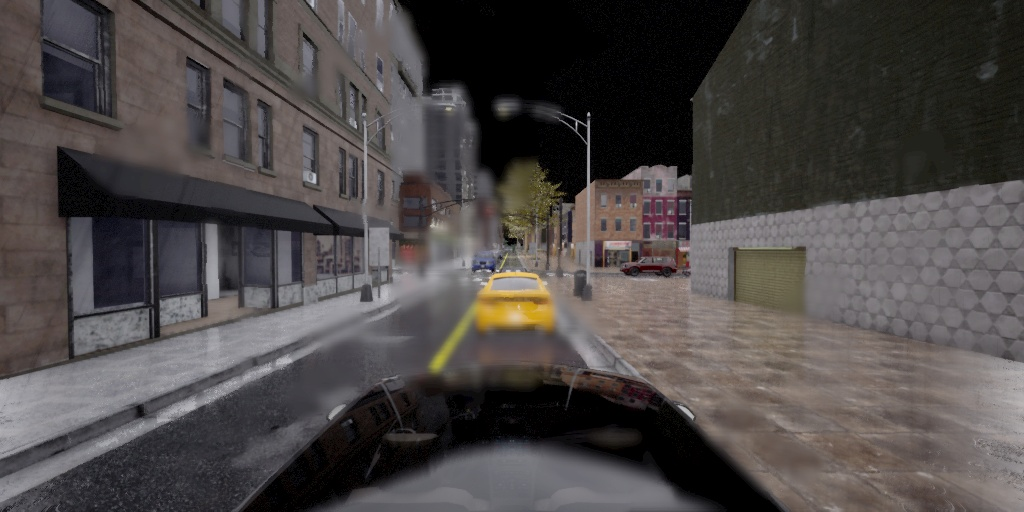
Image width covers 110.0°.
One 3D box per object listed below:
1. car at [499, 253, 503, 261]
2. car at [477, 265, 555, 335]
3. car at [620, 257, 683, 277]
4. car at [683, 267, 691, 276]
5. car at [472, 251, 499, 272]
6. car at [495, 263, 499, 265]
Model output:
[{"bbox_3d":[-2.836,0.395,53.746,2.128,1.511,4.902,0,2,0],"label":"car"},{"bbox_3d":[0.097,1.206,10.467,1.882,1.535,5.008,0,0,0],"label":"car"},{"bbox_3d":[12.707,0.952,33.441,5.009,1.841,2.192,0,0,0],"label":"car"},{"bbox_3d":[18.109,1.296,33.449,4.207,1.307,1.802,0,0,0],"label":"car"},{"bbox_3d":[-2.845,0.561,37.386,2.150,2.045,5.566,0,2,0],"label":"car"},{"bbox_3d":[0.071,1.250,19.909,1.895,1.301,4.718,0,1,0],"label":"car"}]
